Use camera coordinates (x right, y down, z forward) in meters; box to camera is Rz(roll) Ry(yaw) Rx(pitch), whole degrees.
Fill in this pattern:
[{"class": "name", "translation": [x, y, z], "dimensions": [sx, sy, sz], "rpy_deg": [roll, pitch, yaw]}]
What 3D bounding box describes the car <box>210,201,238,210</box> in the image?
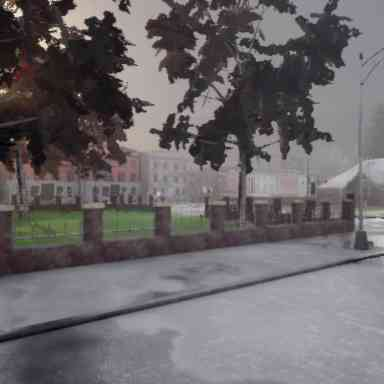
[{"class": "car", "translation": [3.932, 1.632, 35.708], "dimensions": [1.895, 1.301, 4.718], "rpy_deg": [0, 0, -35]}]
